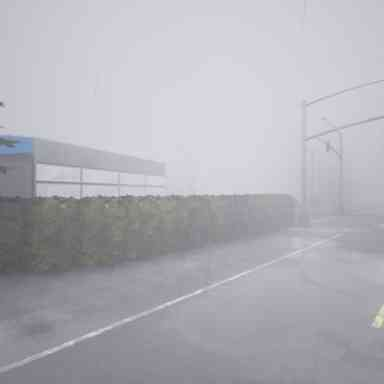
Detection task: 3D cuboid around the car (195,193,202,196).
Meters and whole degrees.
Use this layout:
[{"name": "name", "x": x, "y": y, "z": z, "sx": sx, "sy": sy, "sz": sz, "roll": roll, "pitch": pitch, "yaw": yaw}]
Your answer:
[{"name": "car", "x": 1.778, "y": 1.185, "z": 86.114, "sx": 2.152, "sy": 1.636, "sz": 5.027, "roll": 0, "pitch": 0, "yaw": 38}]

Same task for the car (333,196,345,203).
[{"name": "car", "x": 28.964, "y": 1.403, "z": 65.224, "sx": 1.845, "sy": 1.501, "sz": 3.633, "roll": 0, "pitch": 0, "yaw": 38}]

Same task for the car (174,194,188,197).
[{"name": "car", "x": -2.019, "y": 1.321, "z": 66.118, "sx": 2.007, "sy": 1.523, "sz": 4.514, "roll": 0, "pitch": 0, "yaw": 38}]

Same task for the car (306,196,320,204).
[{"name": "car", "x": 22.047, "y": 1.411, "z": 61.211, "sx": 1.970, "sy": 1.475, "sz": 3.806, "roll": 0, "pitch": 0, "yaw": 38}]

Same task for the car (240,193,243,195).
[{"name": "car", "x": 11.861, "y": 1.107, "z": 78.237, "sx": 1.905, "sy": 1.878, "sz": 3.866, "roll": 0, "pitch": 0, "yaw": 38}]

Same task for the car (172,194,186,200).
[{"name": "car", "x": -3.478, "y": 1.264, "z": 89.810, "sx": 1.970, "sy": 1.475, "sz": 3.806, "roll": 0, "pitch": 0, "yaw": 38}]

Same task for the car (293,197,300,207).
[{"name": "car", "x": 12.944, "y": 1.358, "z": 44.703, "sx": 2.007, "sy": 1.523, "sz": 4.514, "roll": 0, "pitch": 0, "yaw": 38}]
